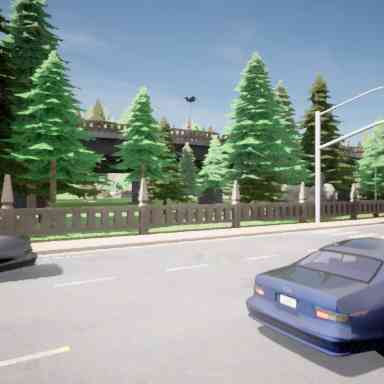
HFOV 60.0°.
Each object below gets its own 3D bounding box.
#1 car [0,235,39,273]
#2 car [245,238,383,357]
[{"bbox_3d":[-6.687,1.544,8.001,5.357,1.411,2.033,0,0,-32],"label":"car"},{"bbox_3d":[3.467,1.556,5.902,5.357,1.411,2.033,0,0,-31],"label":"car"}]
